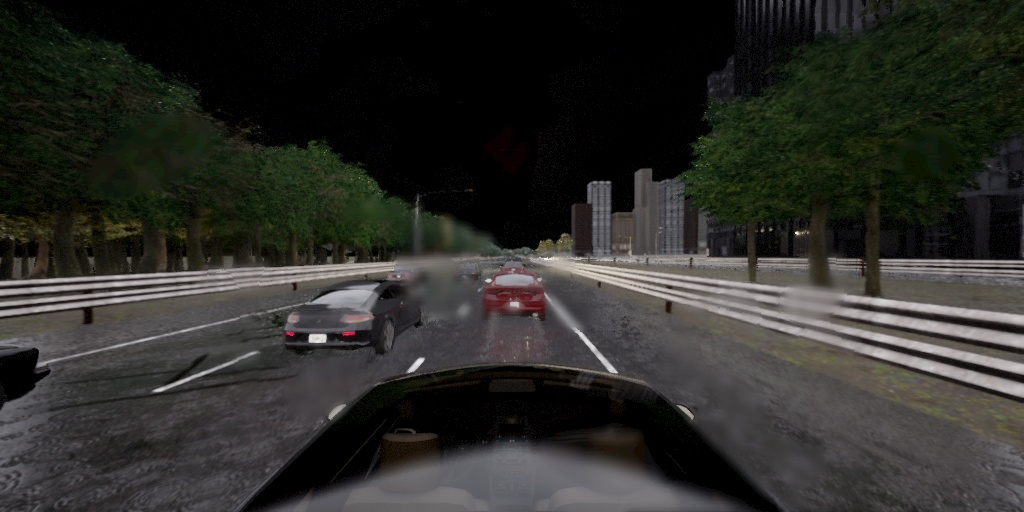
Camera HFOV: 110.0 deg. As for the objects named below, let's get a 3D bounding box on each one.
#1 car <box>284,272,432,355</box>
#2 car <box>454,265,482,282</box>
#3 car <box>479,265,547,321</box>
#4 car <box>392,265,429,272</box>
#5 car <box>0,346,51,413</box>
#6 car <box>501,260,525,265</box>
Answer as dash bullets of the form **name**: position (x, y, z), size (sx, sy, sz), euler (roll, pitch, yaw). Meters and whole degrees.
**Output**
- **car**: position (-3.400, 1.277, 8.578), size (1.812, 1.442, 4.674), euler (0, 0, 0)
- **car**: position (-3.396, 1.356, 29.110), size (1.895, 1.301, 4.718), euler (0, 0, 0)
- **car**: position (0.100, 1.230, 12.545), size (1.882, 1.535, 5.008), euler (0, 0, 0)
- **car**: position (-6.897, 1.302, 24.465), size (2.033, 1.411, 5.357), euler (0, 0, 0)
- **car**: position (-6.901, 1.351, 2.433), size (1.895, 1.301, 4.718), euler (0, 0, 0)
- **car**: position (0.104, 1.107, 30.284), size (2.097, 1.767, 4.553), euler (0, 0, 0)
